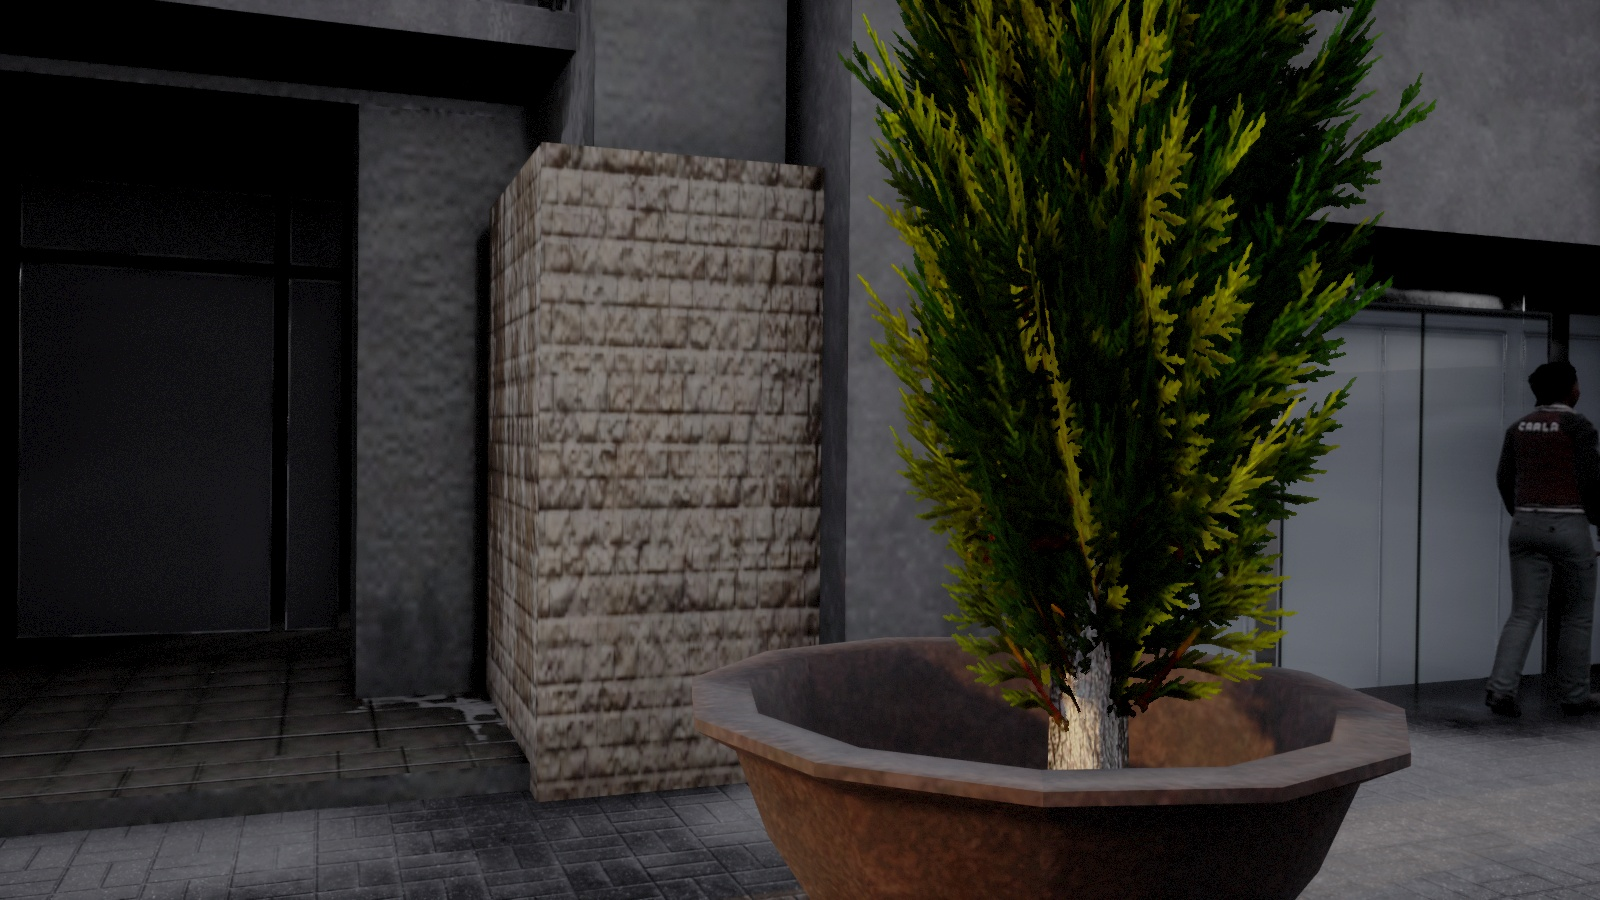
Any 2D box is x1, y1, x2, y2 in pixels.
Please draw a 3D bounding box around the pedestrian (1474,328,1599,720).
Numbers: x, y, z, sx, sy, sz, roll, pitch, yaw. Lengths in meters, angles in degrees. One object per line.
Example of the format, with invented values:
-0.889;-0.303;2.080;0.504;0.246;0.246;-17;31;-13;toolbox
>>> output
3.896;0.360;6.487;0.666;1.930;0.402;-1;1;-23;pedestrian
